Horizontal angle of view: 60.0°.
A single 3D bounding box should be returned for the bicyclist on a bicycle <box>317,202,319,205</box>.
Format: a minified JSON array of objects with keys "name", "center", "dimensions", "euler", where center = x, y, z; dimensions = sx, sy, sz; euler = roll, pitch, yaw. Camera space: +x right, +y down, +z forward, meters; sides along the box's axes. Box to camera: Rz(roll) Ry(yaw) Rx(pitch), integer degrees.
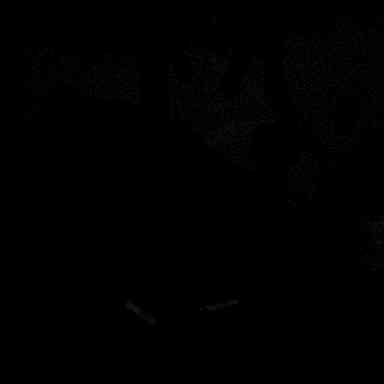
[{"name":"bicyclist on a bicycle","center":[12.085,1.378,32.792],"dimensions":[1.656,1.620,0.582],"euler":[-1,0,-35]}]
